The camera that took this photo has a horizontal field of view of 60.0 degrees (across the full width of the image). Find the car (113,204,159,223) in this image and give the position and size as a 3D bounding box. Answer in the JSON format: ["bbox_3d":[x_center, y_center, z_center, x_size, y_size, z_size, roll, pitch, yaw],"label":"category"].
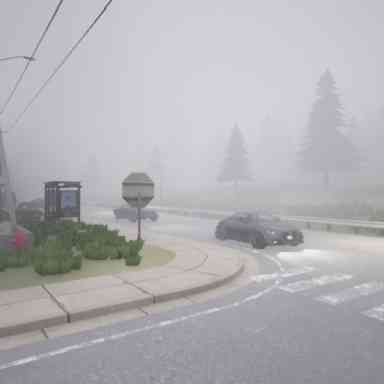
[{"bbox_3d":[-4.362,1.595,25.679,1.895,1.301,4.718,0,0,-34],"label":"car"}]

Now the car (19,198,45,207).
[{"bbox_3d":[-19.230,1.473,42.108,5.008,1.535,1.882,0,0,-14],"label":"car"}]

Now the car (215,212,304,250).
[{"bbox_3d":[2.779,1.559,14.456,1.994,1.385,4.181,0,0,-29],"label":"car"}]
